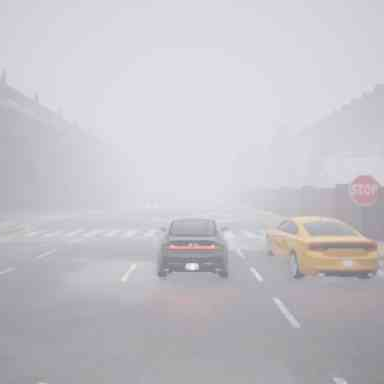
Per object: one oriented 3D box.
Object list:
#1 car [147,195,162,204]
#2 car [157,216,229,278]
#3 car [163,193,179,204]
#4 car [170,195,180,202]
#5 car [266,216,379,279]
[{"bbox_3d":[-7.181,1.515,61.339,1.895,1.301,4.718,0,0,0],"label":"car"},{"bbox_3d":[0.055,1.489,10.139,1.837,1.490,4.892,0,0,1],"label":"car"},{"bbox_3d":[-3.683,1.135,61.251,2.150,2.045,5.566,0,0,0],"label":"car"},{"bbox_3d":[-3.937,1.415,77.608,2.128,1.511,4.902,0,0,-1],"label":"car"},{"bbox_3d":[3.559,1.463,10.032,1.882,1.535,5.008,0,0,0],"label":"car"}]
